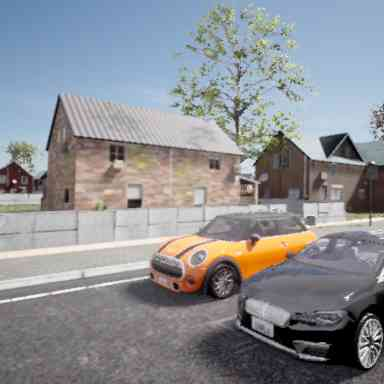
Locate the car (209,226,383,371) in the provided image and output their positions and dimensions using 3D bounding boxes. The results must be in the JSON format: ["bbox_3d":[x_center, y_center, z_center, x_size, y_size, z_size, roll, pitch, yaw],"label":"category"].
[{"bbox_3d":[2.919,1.476,5.723,4.902,1.511,2.128,0,0,-35],"label":"car"}]

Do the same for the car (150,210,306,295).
[{"bbox_3d":[1.208,1.335,8.492,4.553,1.767,2.097,0,0,-35],"label":"car"}]
